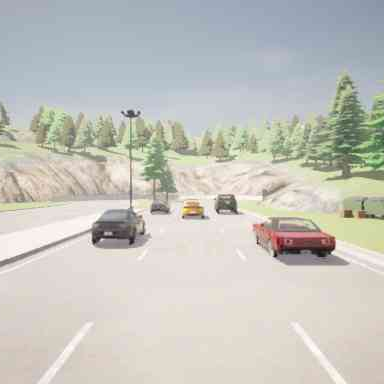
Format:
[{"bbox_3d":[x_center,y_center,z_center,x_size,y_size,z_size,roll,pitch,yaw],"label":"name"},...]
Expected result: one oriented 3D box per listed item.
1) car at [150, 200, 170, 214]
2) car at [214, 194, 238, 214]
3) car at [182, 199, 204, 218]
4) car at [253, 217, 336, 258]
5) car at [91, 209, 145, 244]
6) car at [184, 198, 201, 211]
[{"bbox_3d":[-3.400,1.547,36.019,2.033,1.411,5.357,0,0,0],"label":"car"},{"bbox_3d":[3.598,1.222,36.059,2.150,2.045,5.566,0,0,0],"label":"car"},{"bbox_3d":[0.093,1.478,30.279,1.882,1.535,5.008,0,0,0],"label":"car"},{"bbox_3d":[3.601,1.601,12.690,1.895,1.301,4.718,0,0,0],"label":"car"},{"bbox_3d":[-3.400,1.526,15.794,1.812,1.442,4.674,0,0,0],"label":"car"},{"bbox_3d":[0.106,1.547,42.113,2.033,1.411,5.357,0,0,1],"label":"car"}]
